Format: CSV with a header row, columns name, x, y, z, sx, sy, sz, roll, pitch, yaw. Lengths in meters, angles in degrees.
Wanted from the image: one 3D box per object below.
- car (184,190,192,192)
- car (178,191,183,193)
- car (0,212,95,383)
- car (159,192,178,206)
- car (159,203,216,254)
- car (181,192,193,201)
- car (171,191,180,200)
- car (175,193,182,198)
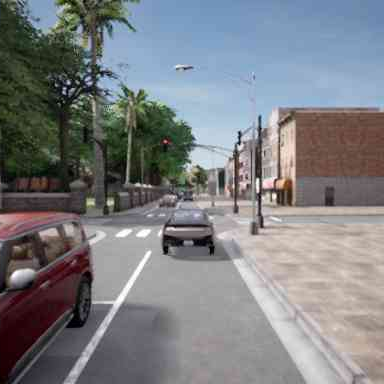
name,x,y,z,sx,sy,sz,roll,pitch,yaw
car,-0.890,0.597,76.816,2.150,2.045,5.566,0,0,-1
car,-3.860,0.771,75.858,2.150,2.045,5.566,0,0,-1
car,-2.688,1.276,4.084,2.192,1.841,5.009,0,1,-1
car,-3.132,1.126,42.230,1.967,1.590,4.097,0,0,-1
car,-0.118,1.377,12.916,2.128,1.511,4.902,0,0,0
car,-0.717,1.180,64.944,1.895,1.301,4.718,0,0,0
car,-3.197,1.096,47.918,1.967,1.590,4.097,0,0,-1
car,-3.726,1.043,93.425,1.887,1.381,4.507,0,0,-1
